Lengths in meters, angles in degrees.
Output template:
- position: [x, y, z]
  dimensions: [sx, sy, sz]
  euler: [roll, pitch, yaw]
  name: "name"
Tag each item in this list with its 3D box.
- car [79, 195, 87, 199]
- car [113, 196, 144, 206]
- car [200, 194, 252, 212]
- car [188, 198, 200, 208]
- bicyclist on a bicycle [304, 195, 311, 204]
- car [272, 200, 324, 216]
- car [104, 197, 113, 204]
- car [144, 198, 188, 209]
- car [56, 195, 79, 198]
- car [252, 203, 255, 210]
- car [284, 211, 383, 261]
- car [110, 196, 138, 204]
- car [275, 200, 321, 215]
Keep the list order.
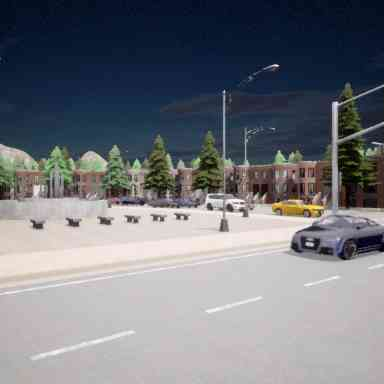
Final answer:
- position: [-22.551, 1.352, 63.996]
  dimensions: [4.553, 1.767, 2.097]
  euler: [0, 0, 7]
  name: "car"
- position: [-9.820, 1.601, 53.491]
  dimensions: [4.718, 1.301, 1.895]
  euler: [0, 0, 24]
  name: "car"
- position: [3.831, 1.221, 38.651]
  dimensions: [2.150, 2.045, 5.566]
  euler: [0, 0, -39]
  name: "car"
- position: [-1.248, 1.547, 48.412]
  dimensions: [5.357, 1.411, 2.033]
  euler: [0, 0, 37]
  name: "car"
- position: [16.182, 1.303, 46.625]
  dimensions: [1.656, 1.620, 0.582]
  euler: [0, 0, -37]
  name: "bicyclist on a bicycle"
- position: [9.758, 1.478, 30.785]
  dimensions: [1.882, 1.535, 5.008]
  euler: [0, 0, -37]
  name: "car"
- position: [-14.075, 1.564, 58.835]
  dimensions: [4.181, 1.385, 1.994]
  euler: [0, 0, 18]
  name: "car"
- position: [-3.665, 1.547, 45.873]
  dimensions: [5.357, 1.411, 2.033]
  euler: [0, 0, 36]
  name: "car"
- position: [-23.812, 1.505, 60.701]
  dimensions: [4.892, 1.490, 1.837]
  euler: [0, 0, 5]
  name: "car"
- position: [5.689, 1.526, 41.745]
  dimensions: [1.812, 1.442, 4.674]
  euler: [0, 0, -41]
  name: "car"
- position: [5.560, 1.564, 12.290]
  dimensions: [4.181, 1.385, 1.994]
  euler: [0, 0, -36]
  name: "car"
- position: [-12.731, 1.505, 62.067]
  dimensions: [4.892, 1.490, 1.837]
  euler: [0, 0, 18]
  name: "car"
- position: [11.075, 1.564, 34.859]
  dimensions: [1.994, 1.385, 4.181]
  euler: [0, 0, -37]
  name: "car"
